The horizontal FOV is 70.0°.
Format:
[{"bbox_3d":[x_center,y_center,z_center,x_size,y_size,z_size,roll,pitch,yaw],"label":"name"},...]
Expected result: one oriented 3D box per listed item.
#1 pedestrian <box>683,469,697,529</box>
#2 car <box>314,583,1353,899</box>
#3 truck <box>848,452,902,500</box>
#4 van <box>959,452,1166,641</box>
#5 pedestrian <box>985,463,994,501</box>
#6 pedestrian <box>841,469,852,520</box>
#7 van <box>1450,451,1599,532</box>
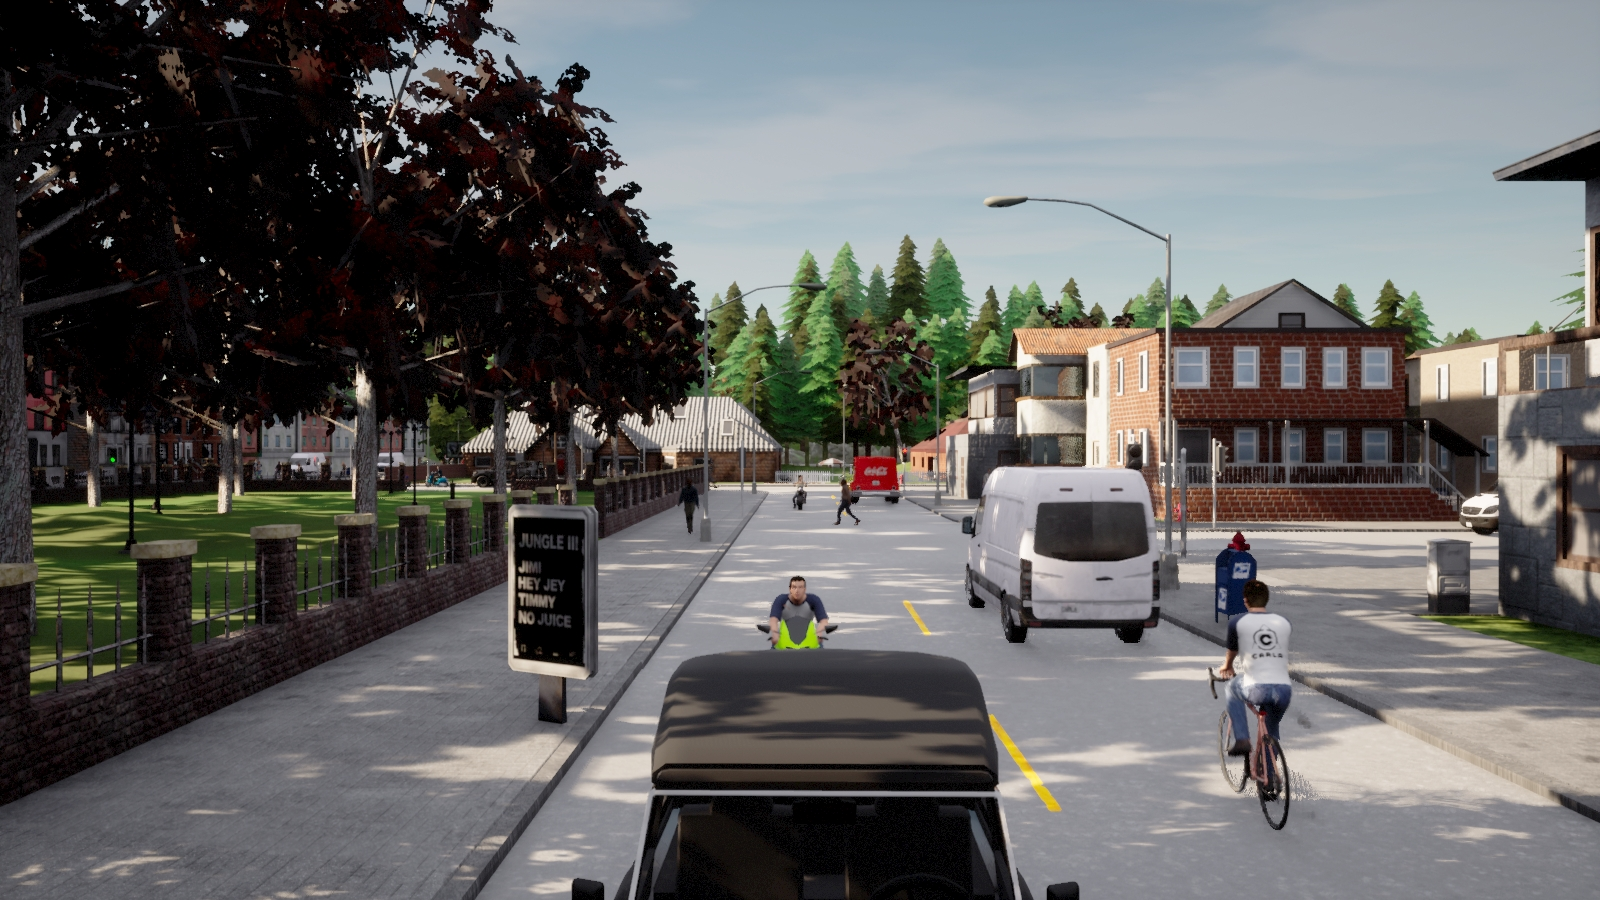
[{"bbox_3d":[-3.472,1.539,36.046,0.375,1.860,0.375,0,0,9],"label":"pedestrian"},{"bbox_3d":[0.090,1.639,4.032,1.905,1.878,3.866,0,0,1],"label":"car"},{"bbox_3d":[3.969,1.372,61.570,2.627,2.467,5.204,0,0,1],"label":"truck"},{"bbox_3d":[3.994,1.323,18.549,1.988,2.561,5.915,0,0,0],"label":"van"},{"bbox_3d":[9.300,1.546,56.077,0.375,1.860,0.375,0,0,-1],"label":"pedestrian"},{"bbox_3d":[1.717,1.645,42.028,0.375,1.860,0.375,0,0,3],"label":"pedestrian"},{"bbox_3d":[24.712,1.329,37.232,5.915,2.561,1.988,0,0,0],"label":"van"}]
